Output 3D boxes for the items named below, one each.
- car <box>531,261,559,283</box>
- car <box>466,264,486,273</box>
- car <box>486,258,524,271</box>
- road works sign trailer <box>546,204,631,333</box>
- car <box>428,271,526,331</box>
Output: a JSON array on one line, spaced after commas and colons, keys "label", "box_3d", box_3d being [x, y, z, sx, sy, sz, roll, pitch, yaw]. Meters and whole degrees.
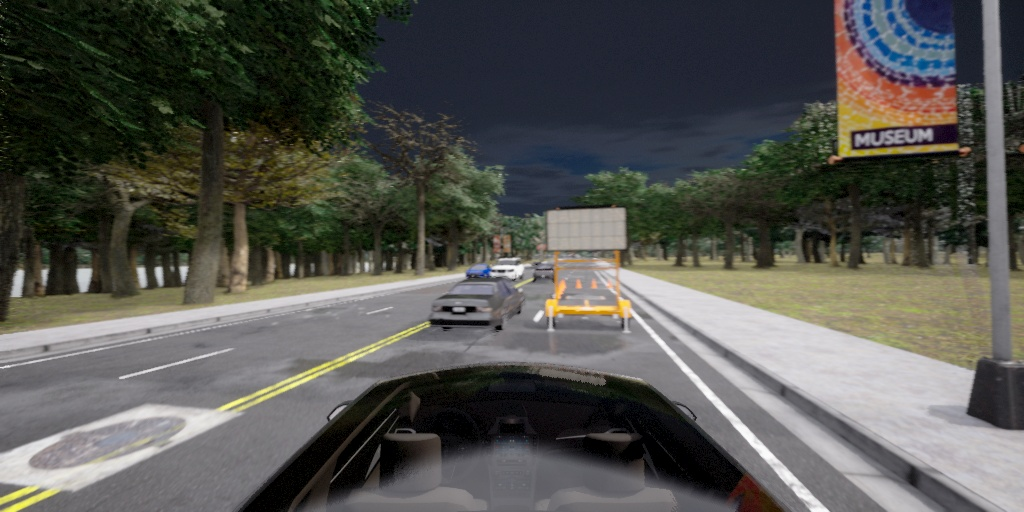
[{"label": "car", "box_3d": [2.937, 1.426, 30.649, 2.128, 1.511, 4.902, -1, 0, 11]}, {"label": "car", "box_3d": [-3.044, 1.536, 34.933, 1.882, 1.535, 5.008, -1, 0, 11]}, {"label": "car", "box_3d": [-0.342, 1.216, 31.881, 2.150, 2.045, 5.566, -1, 0, 11]}, {"label": "road works sign trailer", "box_3d": [2.312, 0.259, 11.022, 2.380, 3.560, 2.880, 0, 0, 11]}, {"label": "car", "box_3d": [-0.832, 1.394, 11.403, 2.033, 1.411, 5.357, -1, 0, 11]}]
